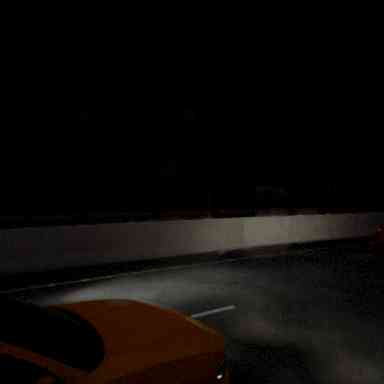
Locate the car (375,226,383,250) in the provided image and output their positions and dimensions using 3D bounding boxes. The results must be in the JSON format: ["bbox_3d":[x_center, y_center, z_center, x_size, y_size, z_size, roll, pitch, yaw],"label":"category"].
[{"bbox_3d":[9.085,1.555,12.807,4.181,1.385,1.994,0,0,-26],"label":"car"}]

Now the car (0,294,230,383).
[{"bbox_3d":[-1.934,1.465,2.262,5.008,1.535,1.882,0,0,-36],"label":"car"}]

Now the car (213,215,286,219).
[{"bbox_3d":[3.444,1.510,18.068,5.357,1.411,2.033,0,0,-27],"label":"car"}]
